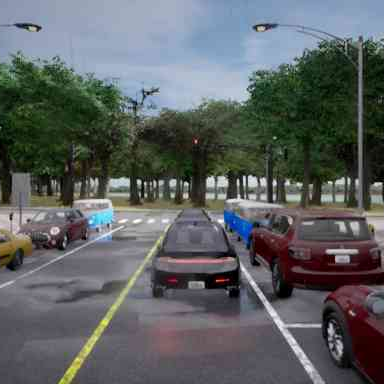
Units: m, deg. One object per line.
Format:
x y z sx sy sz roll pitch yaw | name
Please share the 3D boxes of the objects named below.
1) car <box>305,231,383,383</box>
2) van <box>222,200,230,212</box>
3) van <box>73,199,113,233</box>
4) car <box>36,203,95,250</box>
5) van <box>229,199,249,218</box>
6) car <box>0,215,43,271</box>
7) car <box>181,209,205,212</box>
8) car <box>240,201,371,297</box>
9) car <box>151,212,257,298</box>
2.760 1.439 3.050 1.967 1.590 4.097 0 0 0 | car
2.757 1.334 19.363 1.690 1.788 3.998 0 0 0 | van
-5.769 1.334 19.362 1.690 1.788 3.998 0 0 0 | van
-5.767 1.435 13.924 1.967 1.590 4.097 0 0 0 | car
2.758 1.336 13.926 1.690 1.788 3.998 0 0 0 | van
-5.766 1.522 8.317 1.752 1.417 4.829 0 0 0 | car
0.053 1.558 17.438 1.994 1.385 4.181 0 0 1 | car
2.759 1.312 8.488 2.192 1.841 5.009 0 0 0 | car
0.088 1.488 8.520 2.128 1.511 4.902 0 0 0 | car
